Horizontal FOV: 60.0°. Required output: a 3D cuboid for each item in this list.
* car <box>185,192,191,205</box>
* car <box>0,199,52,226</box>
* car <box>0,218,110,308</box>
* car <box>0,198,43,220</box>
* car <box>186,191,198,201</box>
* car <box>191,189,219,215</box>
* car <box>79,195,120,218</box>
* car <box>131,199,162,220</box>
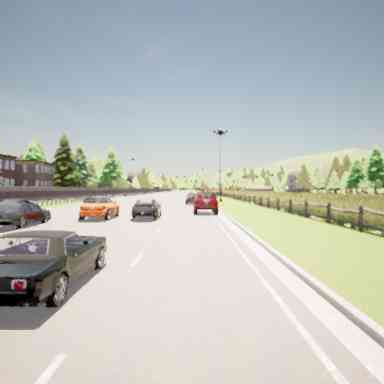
[{"bbox_3d":[0.006,1.061,48.888,1.812,1.442,4.674,0,0,0],"label":"car"},{"bbox_3d":[-10.402,1.357,20.032,2.033,1.411,5.357,0,1,0],"label":"car"},{"bbox_3d":[-3.400,1.527,7.687,1.895,1.301,4.718,0,1,0],"label":"car"},{"bbox_3d":[-13.903,1.272,26.639,1.812,1.442,4.674,0,1,0],"label":"car"},{"bbox_3d":[-0.005,0.762,62.077,2.097,1.767,4.553,0,1,0],"label":"car"},{"bbox_3d":[1.222,0.933,30.558,2.150,2.045,5.566,0,1,0],"label":"car"},{"bbox_3d":[-6.904,1.112,25.209,2.097,1.767,4.553,0,1,0],"label":"car"},{"bbox_3d":[-3.403,1.249,25.462,2.128,1.511,4.902,0,1,0],"label":"car"}]
